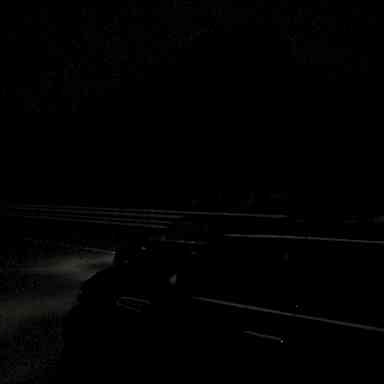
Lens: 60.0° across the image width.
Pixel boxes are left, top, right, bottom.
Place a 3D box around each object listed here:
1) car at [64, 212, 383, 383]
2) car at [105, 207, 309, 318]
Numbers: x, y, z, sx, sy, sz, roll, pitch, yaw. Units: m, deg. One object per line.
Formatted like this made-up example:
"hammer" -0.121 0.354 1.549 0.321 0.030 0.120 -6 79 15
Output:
"car" 1.179 1.218 3.133 5.566 2.045 2.150 -1 0 35
"car" 0.218 1.352 8.093 4.553 1.767 2.097 0 0 35
